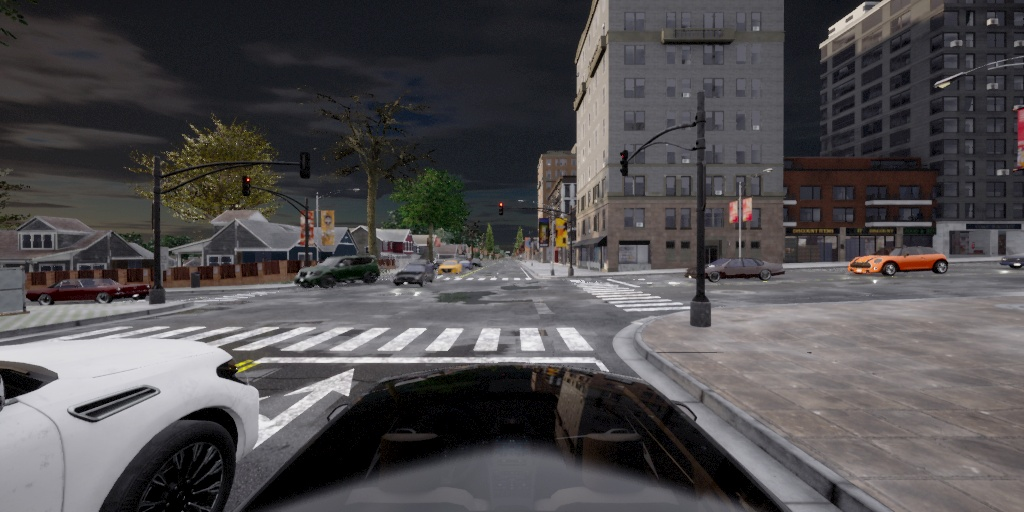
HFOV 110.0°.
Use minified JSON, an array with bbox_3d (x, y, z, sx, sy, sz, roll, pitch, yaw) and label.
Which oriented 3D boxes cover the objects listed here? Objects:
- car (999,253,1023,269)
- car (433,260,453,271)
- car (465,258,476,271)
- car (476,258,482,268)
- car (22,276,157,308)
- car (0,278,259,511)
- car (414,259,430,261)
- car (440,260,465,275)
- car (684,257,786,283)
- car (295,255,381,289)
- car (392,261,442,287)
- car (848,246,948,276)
[{"bbox_3d":[33.567,0.038,21.943,5.357,1.411,2.033,-2,0,0],"label":"car"},{"bbox_3d":[-9.887,1.357,51.490,1.994,1.385,4.181,0,0,0],"label":"car"},{"bbox_3d":[-6.643,1.316,50.656,1.812,1.442,4.674,0,0,0],"label":"car"},{"bbox_3d":[-6.611,1.184,64.443,2.097,1.767,4.553,0,0,0],"label":"car"},{"bbox_3d":[-21.638,1.807,18.524,4.718,1.301,1.895,-2,0,0],"label":"car"},{"bbox_3d":[-3.146,0.972,0.545,2.150,2.045,5.566,0,0,0],"label":"car"},{"bbox_3d":[-9.878,1.122,38.905,2.097,1.767,4.553,0,0,0],"label":"car"},{"bbox_3d":[-6.633,1.247,38.942,1.882,1.535,5.008,0,0,0],"label":"car"},{"bbox_3d":[13.507,0.793,21.879,5.357,1.411,2.033,-2,0,0],"label":"car"},{"bbox_3d":[-11.539,1.016,24.266,2.150,2.045,5.566,0,2,27],"label":"car"},{"bbox_3d":[-6.615,1.308,24.938,2.033,1.411,5.357,0,0,0],"label":"car"},{"bbox_3d":[23.427,0.218,21.911,4.553,1.767,2.097,-2,0,0],"label":"car"}]
